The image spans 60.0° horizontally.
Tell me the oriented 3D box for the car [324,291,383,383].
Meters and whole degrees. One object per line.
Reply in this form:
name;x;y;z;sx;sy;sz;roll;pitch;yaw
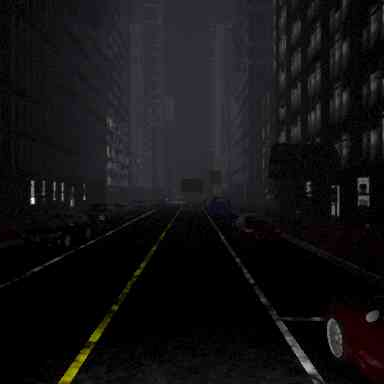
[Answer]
car;2.689;1.581;3.003;1.802;1.307;4.206;0;0;0

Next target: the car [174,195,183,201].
car;-3.000;1.373;76.635;1.812;1.442;4.674;0;0;0

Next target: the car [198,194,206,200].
car;2.692;1.289;88.391;1.967;1.590;4.097;0;0;0

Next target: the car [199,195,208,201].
car;2.691;1.434;77.007;2.008;1.369;4.403;0;0;0

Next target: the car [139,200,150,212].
car;-5.691;1.539;37.162;1.802;1.307;4.206;0;0;0

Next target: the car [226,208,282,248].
car;2.690;1.573;14.391;1.802;1.307;4.206;0;0;0

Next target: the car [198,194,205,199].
car;2.691;1.271;94.083;1.967;1.590;4.097;0;0;0

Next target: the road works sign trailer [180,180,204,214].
road works sign trailer;0.000;0.425;34.485;2.380;3.560;2.880;0;0;0

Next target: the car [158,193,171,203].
car;-5.690;1.461;65.625;2.008;1.369;4.403;0;0;0

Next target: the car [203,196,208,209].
car;2.690;1.530;42.852;1.802;1.307;4.206;0;0;0

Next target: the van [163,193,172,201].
van;-5.689;1.224;77.010;1.690;1.788;3.998;0;0;0

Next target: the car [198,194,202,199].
car;2.691;1.449;71.314;2.008;1.369;4.403;0;0;0

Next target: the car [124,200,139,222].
car;-5.691;1.525;25.778;2.008;1.369;4.403;0;0;0

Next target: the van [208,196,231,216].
van;2.690;1.307;31.467;1.690;1.788;3.998;0;0;0

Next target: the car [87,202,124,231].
car;-5.691;1.424;20.086;1.967;1.590;4.097;0;0;0

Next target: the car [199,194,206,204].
car;2.691;1.503;59.929;1.802;1.307;4.206;0;0;0

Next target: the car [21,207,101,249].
car;-5.691;1.542;14.393;2.008;1.369;4.403;0;0;0
